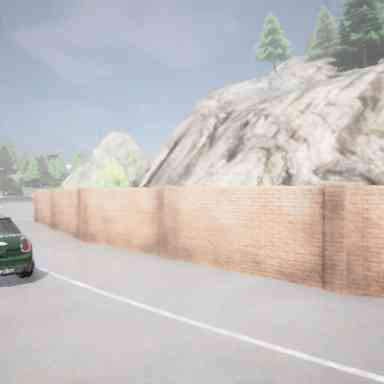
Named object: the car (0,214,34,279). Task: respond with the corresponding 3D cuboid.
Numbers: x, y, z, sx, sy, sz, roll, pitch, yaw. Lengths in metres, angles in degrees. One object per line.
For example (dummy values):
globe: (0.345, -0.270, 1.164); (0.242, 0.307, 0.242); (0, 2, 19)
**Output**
car: (-6.081, 1.343, 9.123); (2.097, 1.767, 4.553); (0, 0, -44)
